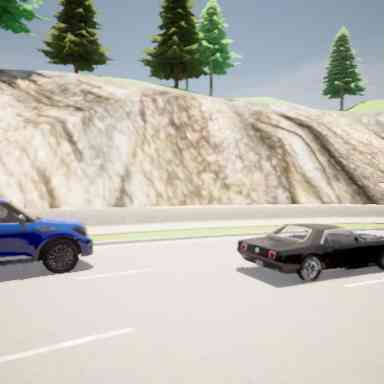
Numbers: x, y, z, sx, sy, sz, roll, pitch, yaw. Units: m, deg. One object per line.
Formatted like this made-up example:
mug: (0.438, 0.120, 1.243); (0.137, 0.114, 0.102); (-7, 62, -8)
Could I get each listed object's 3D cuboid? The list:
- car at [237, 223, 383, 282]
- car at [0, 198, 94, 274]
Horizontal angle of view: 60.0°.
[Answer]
car: (3.743, 1.546, 9.435); (4.718, 1.301, 1.895); (0, 1, -25)
car: (-5.440, 1.105, 8.526); (5.566, 2.045, 2.150); (0, 0, -34)
